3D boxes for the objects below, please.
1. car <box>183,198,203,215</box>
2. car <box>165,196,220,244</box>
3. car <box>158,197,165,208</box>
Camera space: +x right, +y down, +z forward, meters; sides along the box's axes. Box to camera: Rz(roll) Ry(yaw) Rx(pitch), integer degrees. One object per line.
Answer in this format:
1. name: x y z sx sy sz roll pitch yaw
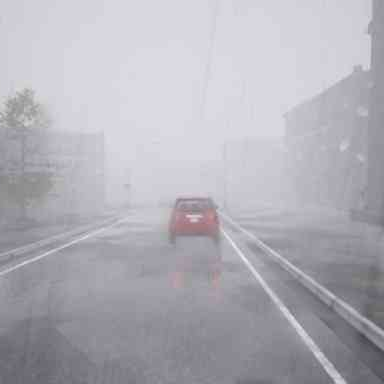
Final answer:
1. car: 0.103 1.413 34.067 1.882 1.535 5.008 0 0 0
2. car: 0.102 1.203 15.825 2.150 2.045 5.566 0 0 0
3. car: -3.564 1.405 45.530 2.033 1.411 5.357 0 0 0
